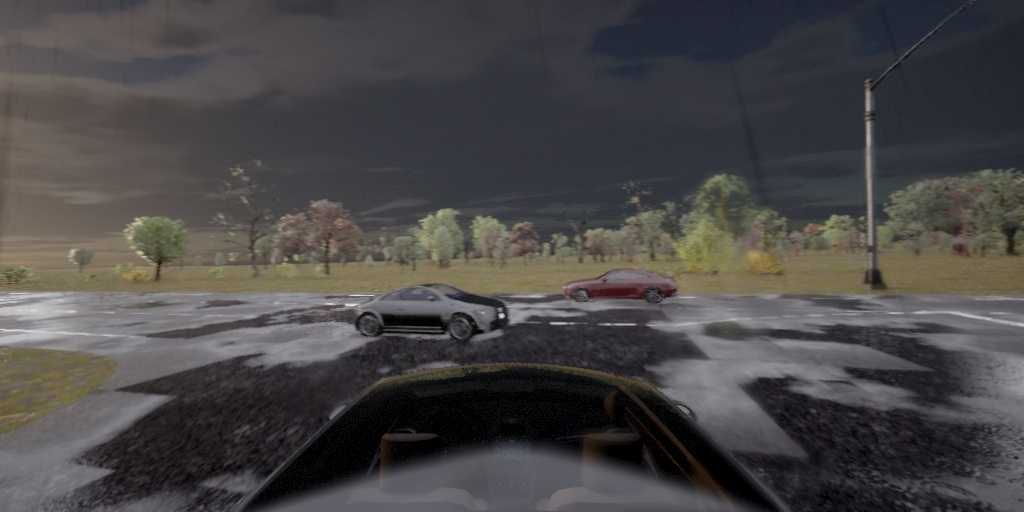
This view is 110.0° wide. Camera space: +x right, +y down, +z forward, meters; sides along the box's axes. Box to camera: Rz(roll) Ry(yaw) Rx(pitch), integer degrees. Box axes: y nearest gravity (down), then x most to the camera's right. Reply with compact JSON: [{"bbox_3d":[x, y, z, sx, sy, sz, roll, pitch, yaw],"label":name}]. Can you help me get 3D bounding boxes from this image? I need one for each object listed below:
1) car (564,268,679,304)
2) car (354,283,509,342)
[{"bbox_3d":[4.608,1.267,15.445,4.674,1.442,1.812,-1,0,15],"label":"car"},{"bbox_3d":[-2.213,1.464,10.044,4.181,1.385,1.994,-2,0,15],"label":"car"}]
